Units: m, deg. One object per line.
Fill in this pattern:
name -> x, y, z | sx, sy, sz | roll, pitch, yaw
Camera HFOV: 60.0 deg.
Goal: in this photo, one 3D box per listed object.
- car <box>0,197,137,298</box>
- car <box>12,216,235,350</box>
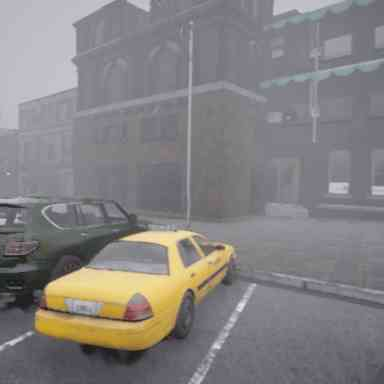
car -> -2.836, 1.129, 8.284 | 2.435, 2.045, 5.566 | 0, 0, 20
car -> -0.460, 1.383, 6.491 | 1.946, 1.575, 5.366 | 0, 0, 20
